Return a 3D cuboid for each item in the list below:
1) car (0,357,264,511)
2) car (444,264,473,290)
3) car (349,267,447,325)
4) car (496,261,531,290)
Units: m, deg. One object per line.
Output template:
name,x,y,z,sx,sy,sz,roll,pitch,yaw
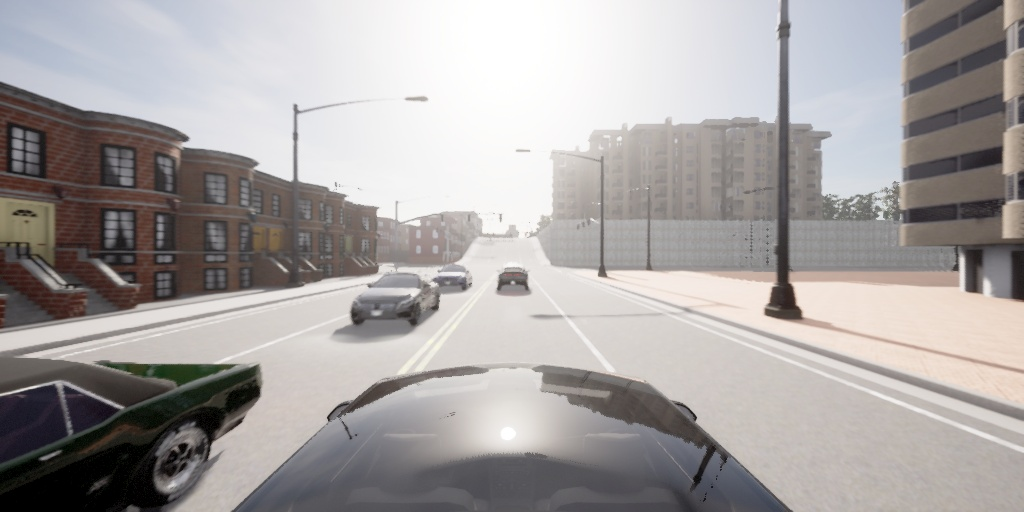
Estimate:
car,-3.601,1.343,1.586,1.895,1.301,4.718,0,0,0
car,-3.515,1.221,22.125,1.812,1.442,4.674,0,0,1
car,-3.570,1.244,11.791,1.812,1.442,4.674,0,0,0
car,0.081,1.209,22.051,1.837,1.490,4.892,0,0,1
